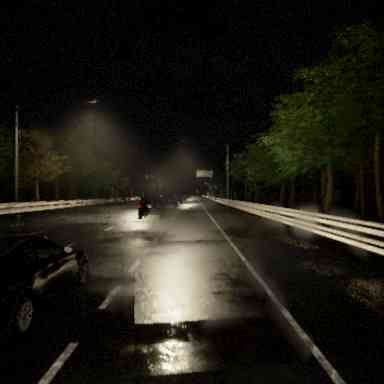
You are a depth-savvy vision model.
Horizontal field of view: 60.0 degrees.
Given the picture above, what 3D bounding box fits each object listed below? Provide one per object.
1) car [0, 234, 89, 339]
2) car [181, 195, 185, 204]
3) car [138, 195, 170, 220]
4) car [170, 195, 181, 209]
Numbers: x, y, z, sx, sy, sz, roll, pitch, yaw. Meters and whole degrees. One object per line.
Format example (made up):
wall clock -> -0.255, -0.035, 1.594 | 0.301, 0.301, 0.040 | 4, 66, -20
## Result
car -> -3.499, 1.537, 6.467 | 1.812, 1.442, 4.674 | 0, 0, 0
car -> -3.211, 1.621, 74.687 | 2.150, 2.045, 5.566 | 0, 0, 0
car -> -3.459, 1.343, 29.921 | 2.150, 2.045, 5.566 | 0, 0, 0
car -> -3.367, 1.470, 51.516 | 2.150, 2.045, 5.566 | 0, 0, 0
